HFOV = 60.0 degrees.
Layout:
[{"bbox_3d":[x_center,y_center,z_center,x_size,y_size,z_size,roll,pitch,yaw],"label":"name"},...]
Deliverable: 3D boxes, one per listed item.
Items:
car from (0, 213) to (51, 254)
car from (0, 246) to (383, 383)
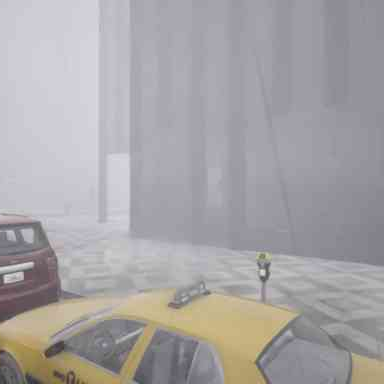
[{"bbox_3d":[-4.500,1.314,6.184,5.009,1.841,2.192,0,0,36],"label":"car"},{"bbox_3d":[-0.226,1.525,3.126,4.829,1.417,1.752,0,0,36],"label":"car"}]
